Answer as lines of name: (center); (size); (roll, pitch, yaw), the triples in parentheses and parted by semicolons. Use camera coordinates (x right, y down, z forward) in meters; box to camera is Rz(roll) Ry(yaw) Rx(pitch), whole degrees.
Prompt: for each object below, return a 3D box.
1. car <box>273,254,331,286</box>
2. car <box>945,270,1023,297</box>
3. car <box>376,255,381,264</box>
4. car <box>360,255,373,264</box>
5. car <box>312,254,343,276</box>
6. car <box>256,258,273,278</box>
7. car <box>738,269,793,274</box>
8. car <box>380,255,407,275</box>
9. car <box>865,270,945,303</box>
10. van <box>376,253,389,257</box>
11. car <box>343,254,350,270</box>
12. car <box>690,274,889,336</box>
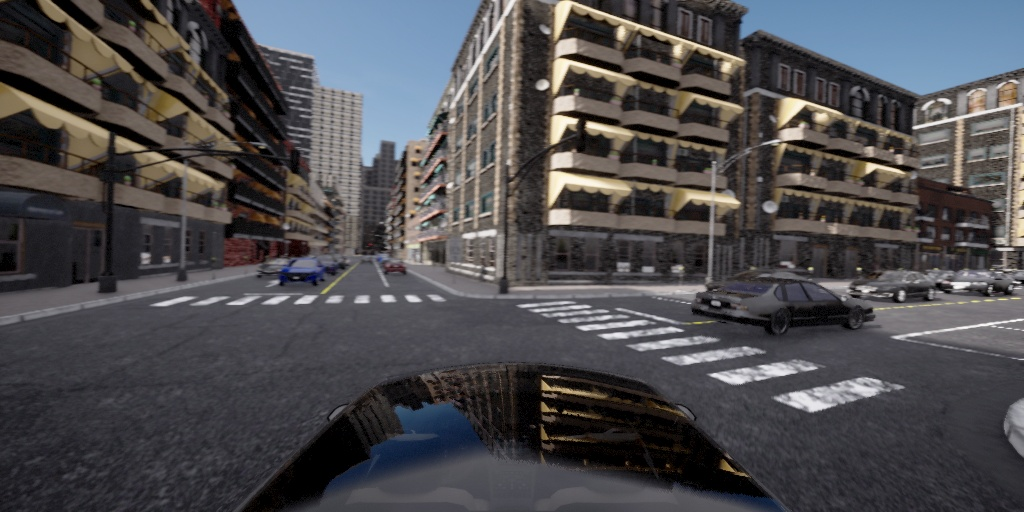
car: (-12.347, 0.868, 21.385); (1.882, 1.535, 5.008); (2, 0, -21)
car: (28.614, 1.618, 22.003); (4.902, 1.511, 2.128); (1, 1, -22)
car: (-17.227, 0.853, 49.402); (2.007, 1.370, 4.403); (0, 0, -22)
car: (-24.207, 0.598, 59.818); (2.128, 1.511, 4.902); (2, 0, -22)
car: (-15.690, 0.655, 29.911); (2.097, 1.767, 4.553); (2, 0, -21)
car: (-16.895, 0.805, 25.763); (2.007, 1.370, 4.403); (0, 0, -22)
car: (9.956, 1.300, 14.339); (5.008, 1.535, 1.882); (1, 1, -22)
car: (-11.135, 0.900, 33.979); (1.967, 1.591, 4.097); (0, 0, -22)
car: (19.259, 1.478, 18.166); (4.892, 1.490, 1.837); (1, 1, -22)
van: (-21.289, 0.541, 59.683); (1.690, 1.789, 3.998); (0, 0, -22)
car: (-19.332, 0.561, 39.325); (2.097, 1.767, 4.553); (2, 0, -22)
car: (7.888, 1.369, 10.466); (5.357, 1.411, 2.033); (1, 1, -18)
